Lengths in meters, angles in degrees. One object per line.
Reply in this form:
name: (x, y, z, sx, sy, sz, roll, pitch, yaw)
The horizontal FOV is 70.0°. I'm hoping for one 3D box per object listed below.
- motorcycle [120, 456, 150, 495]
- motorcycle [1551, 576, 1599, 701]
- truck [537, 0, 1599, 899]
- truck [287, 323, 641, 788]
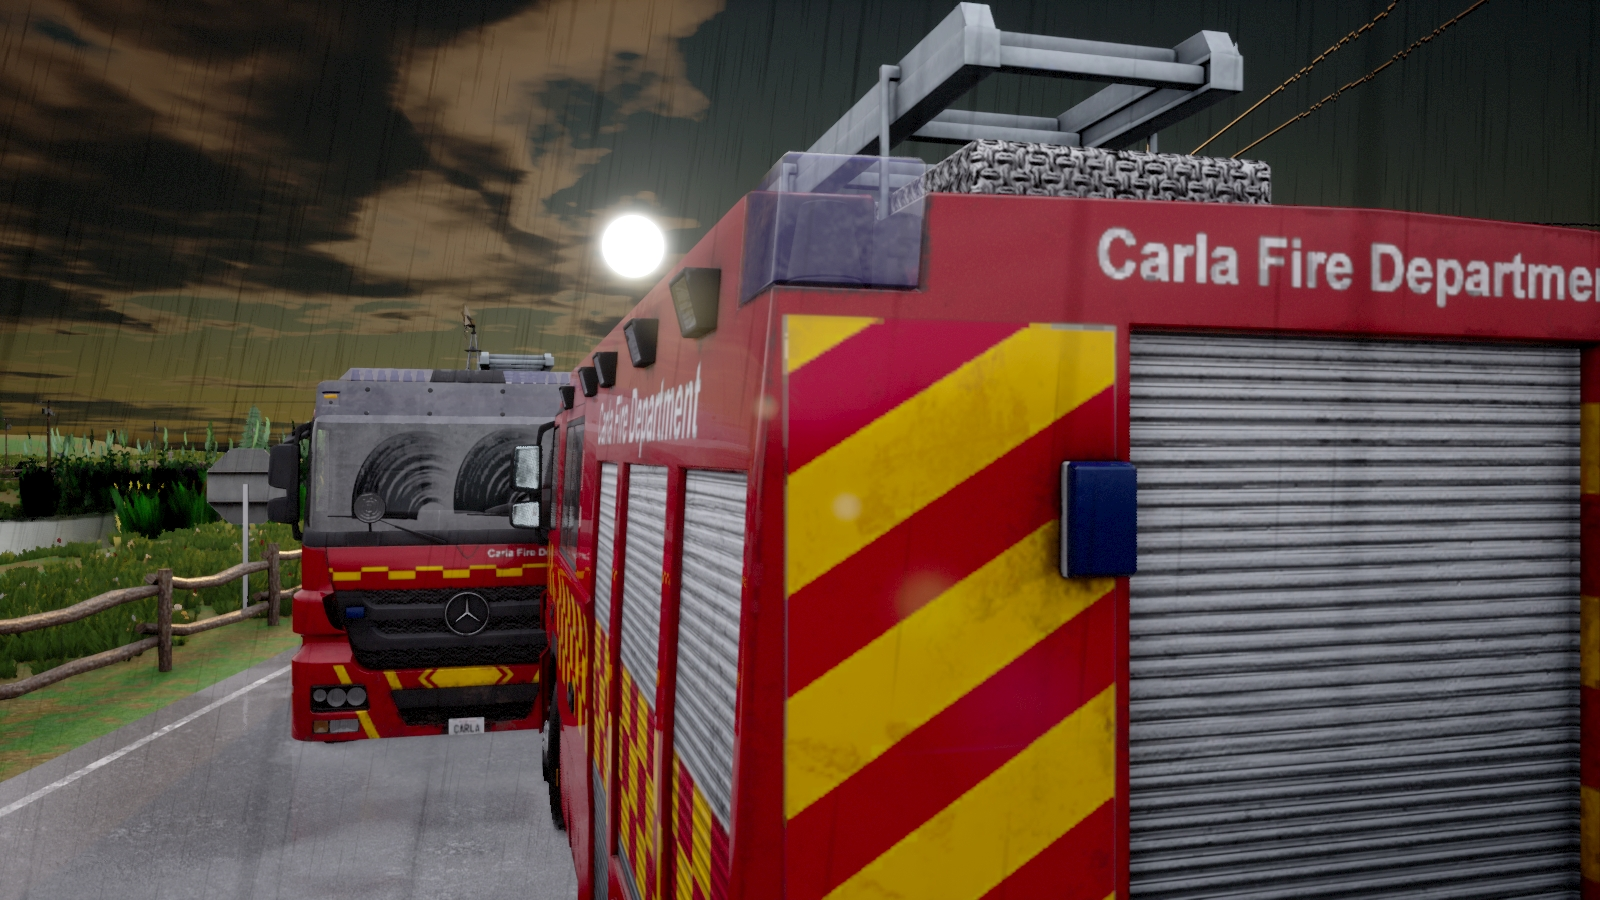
motorcycle: (-41.373, 1.577, 71.138, 0.803, 2.348, 2.033, 0, 0, -4)
motorcycle: (9.778, 2.142, 13.111, 1.805, 1.316, 0.856, 0, 0, -7)
truck: (0.063, 0.867, 6.873, 2.891, 3.827, 8.468, 0, 0, -15)
truck: (-3.918, 0.862, 13.850, 2.891, 3.827, 8.468, 0, 0, -15)
